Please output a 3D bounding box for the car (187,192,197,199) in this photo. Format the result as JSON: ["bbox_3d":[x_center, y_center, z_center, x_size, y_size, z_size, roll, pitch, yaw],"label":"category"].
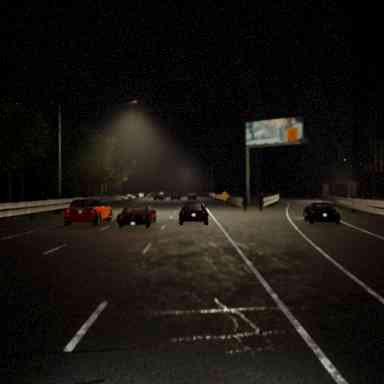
[{"bbox_3d":[0.038,1.067,69.803,2.128,1.511,4.902,0,0,0],"label":"car"}]

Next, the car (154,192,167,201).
[{"bbox_3d":[-6.962,1.093,70.224,1.994,1.385,4.181,0,0,0],"label":"car"}]

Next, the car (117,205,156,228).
[{"bbox_3d":[-3.388,1.498,21.288,1.895,1.301,4.718,0,0,0],"label":"car"}]

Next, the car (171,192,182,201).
[{"bbox_3d":[-3.462,1.064,70.222,1.812,1.442,4.674,0,0,0],"label":"car"}]

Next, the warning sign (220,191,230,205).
[{"bbox_3d":[4.563,0.844,46.420,1.300,1.860,1.060,-1,0,0],"label":"warning sign"}]

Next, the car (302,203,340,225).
[{"bbox_3d":[8.878,1.422,23.084,1.994,1.385,4.181,0,0,12],"label":"car"}]

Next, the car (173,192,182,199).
[{"bbox_3d":[-3.457,0.810,80.225,1.837,1.490,4.892,0,0,0],"label":"car"}]

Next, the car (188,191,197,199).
[{"bbox_3d":[0.043,0.666,80.192,2.097,1.767,4.553,0,0,0],"label":"car"}]

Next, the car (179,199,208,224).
[{"bbox_3d":[0.112,1.448,23.575,1.994,1.385,4.181,0,0,0],"label":"car"}]

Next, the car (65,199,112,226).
[{"bbox_3d":[-6.888,1.242,22.607,2.097,1.767,4.553,0,0,0],"label":"car"}]
